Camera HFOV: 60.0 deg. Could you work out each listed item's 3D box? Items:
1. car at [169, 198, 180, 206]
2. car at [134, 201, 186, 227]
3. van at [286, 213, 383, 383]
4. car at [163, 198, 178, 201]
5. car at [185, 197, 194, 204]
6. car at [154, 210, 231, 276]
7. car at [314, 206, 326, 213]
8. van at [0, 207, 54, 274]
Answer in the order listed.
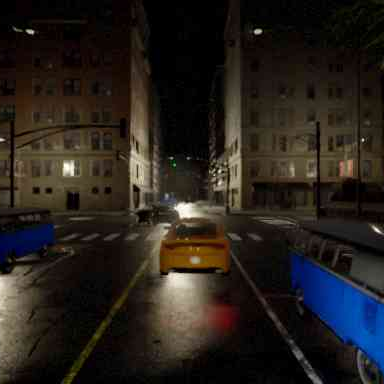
[{"bbox_3d":[-3.475,1.979,66.585,2.033,1.411,5.357,0,0,-1],"label":"car"},{"bbox_3d":[-2.650,1.629,24.002,2.128,1.511,4.902,0,-1,-30],"label":"car"},{"bbox_3d":[2.669,1.374,4.878,1.690,1.788,3.998,0,0,0],"label":"van"},{"bbox_3d":[-3.283,1.773,45.813,1.882,1.535,5.008,0,0,-1],"label":"car"},{"bbox_3d":[-0.608,1.855,76.336,2.097,1.767,4.553,0,0,-1],"label":"car"},{"bbox_3d":[0.086,1.548,10.607,1.882,1.535,5.008,0,-1,0],"label":"car"},{"bbox_3d":[14.636,1.719,32.826,4.892,1.490,1.837,0,-1,-1],"label":"car"},{"bbox_3d":[-5.859,1.410,10.525,1.690,1.788,3.998,0,0,0],"label":"van"}]
